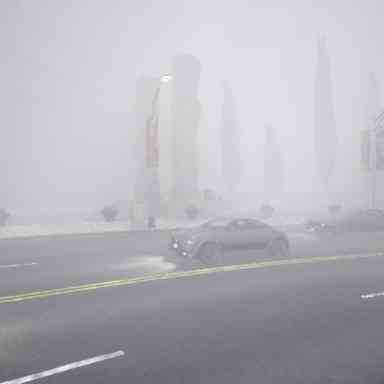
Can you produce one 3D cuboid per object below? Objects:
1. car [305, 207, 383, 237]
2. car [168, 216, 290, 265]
[{"bbox_3d":[8.871,1.544,17.853,5.357,1.411,2.033,0,0,-12],"label":"car"},{"bbox_3d":[1.300,1.561,11.584,4.181,1.385,1.994,0,0,-23],"label":"car"}]
